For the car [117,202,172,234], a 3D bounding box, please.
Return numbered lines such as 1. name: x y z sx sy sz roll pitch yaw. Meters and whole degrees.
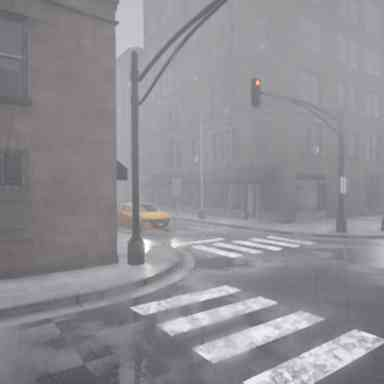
1. car: -2.935 1.310 18.389 1.882 1.535 5.008 -1 1 -34
